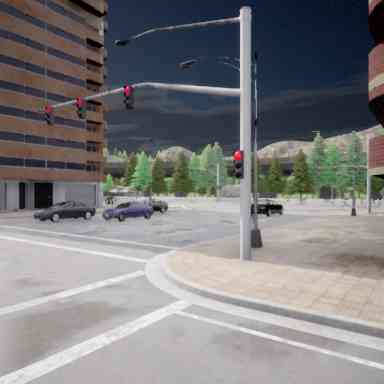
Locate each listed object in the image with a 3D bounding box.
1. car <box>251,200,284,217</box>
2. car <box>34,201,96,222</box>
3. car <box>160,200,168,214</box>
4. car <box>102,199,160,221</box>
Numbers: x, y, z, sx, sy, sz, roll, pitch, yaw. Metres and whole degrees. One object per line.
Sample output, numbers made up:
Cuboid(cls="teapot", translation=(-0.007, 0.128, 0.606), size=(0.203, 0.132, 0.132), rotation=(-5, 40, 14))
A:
Cuboid(cls="car", translation=(7.126, 1.476, 31.740), size=(1.882, 1.535, 5.008), rotation=(0, 0, 36))
Cuboid(cls="car", translation=(-9.945, 1.502, 26.345), size=(1.837, 1.490, 4.892), rotation=(0, 0, 36))
Cuboid(cls="car", translation=(-4.456, 1.489, 33.882), size=(2.128, 1.511, 4.902), rotation=(0, 0, 36))
Cuboid(cls="car", translation=(-5.085, 1.524, 27.082), size=(1.812, 1.442, 4.674), rotation=(0, 0, 36))
